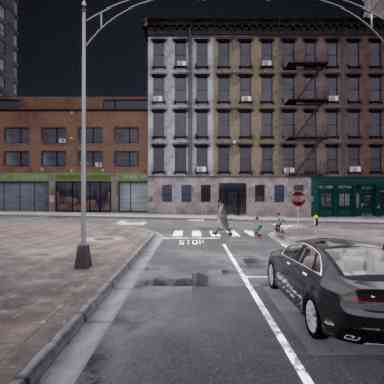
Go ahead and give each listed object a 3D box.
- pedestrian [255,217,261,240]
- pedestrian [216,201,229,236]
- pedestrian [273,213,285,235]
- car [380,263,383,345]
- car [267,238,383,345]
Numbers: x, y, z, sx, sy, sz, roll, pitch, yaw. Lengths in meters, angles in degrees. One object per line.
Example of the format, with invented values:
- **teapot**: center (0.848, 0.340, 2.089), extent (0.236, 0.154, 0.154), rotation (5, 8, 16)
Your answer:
- **pedestrian**: center (3.135, 1.676, 15.671), extent (0.500, 1.100, 0.500), rotation (0, 0, 0)
- **pedestrian**: center (1.533, 1.298, 16.872), extent (0.375, 1.860, 0.375), rotation (0, 0, 0)
- **pedestrian**: center (4.283, 1.526, 16.270), extent (0.500, 1.100, 0.500), rotation (0, 0, 0)
- **car**: center (2.644, 1.440, 0.845), extent (1.967, 1.590, 4.097), rotation (0, 0, 0)
- **car**: center (2.638, 1.552, 6.349), extent (2.008, 1.369, 4.403), rotation (0, 0, 0)
